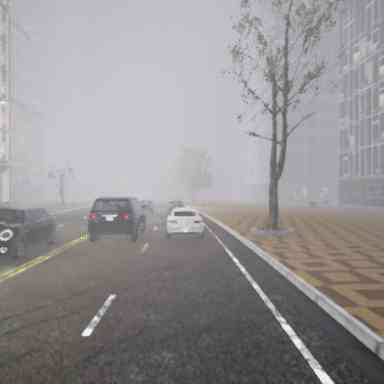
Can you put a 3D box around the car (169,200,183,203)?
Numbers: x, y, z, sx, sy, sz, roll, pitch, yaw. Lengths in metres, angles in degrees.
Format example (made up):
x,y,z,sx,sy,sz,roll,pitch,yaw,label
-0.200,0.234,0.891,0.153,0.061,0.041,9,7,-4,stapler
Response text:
x,y,z,sx,sy,sz,roll,pitch,yaw,label
-1.725,1.568,35.538,2.033,1.411,5.357,0,0,-6,car

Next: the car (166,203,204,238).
x,y,z,sx,sy,sz,roll,pitch,yaw,label
-0.407,1.532,17.558,1.812,1.442,4.674,0,0,-3,car

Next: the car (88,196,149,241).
x,y,z,sx,sy,sz,roll,pitch,yaw,label
-3.613,1.231,16.787,2.150,2.045,5.566,0,0,-3,car

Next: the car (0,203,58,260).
x,y,z,sx,sy,sz,roll,pitch,yaw,label
-6.746,1.360,12.405,2.097,1.767,4.553,0,0,-2,car

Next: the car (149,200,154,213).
x,y,z,sx,sy,sz,roll,pitch,yaw,label
-5.082,1.573,36.440,2.033,1.411,5.357,0,0,-6,car
